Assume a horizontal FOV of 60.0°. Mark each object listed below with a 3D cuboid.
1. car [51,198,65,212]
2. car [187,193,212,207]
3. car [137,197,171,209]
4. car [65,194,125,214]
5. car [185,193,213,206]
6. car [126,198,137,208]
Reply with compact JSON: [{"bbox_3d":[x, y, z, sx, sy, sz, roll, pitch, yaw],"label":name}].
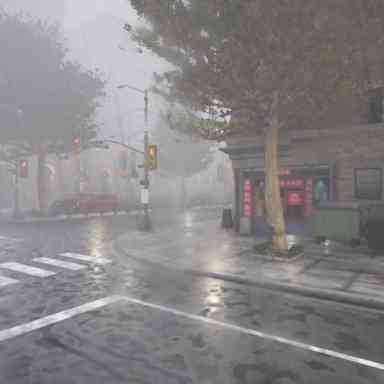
[{"bbox_3d":[-13.258,1.220,38.265,2.150,2.045,5.566,0,0,36],"label":"car"},{"bbox_3d":[1.276,1.351,52.384,2.097,1.767,4.553,0,0,36],"label":"car"},{"bbox_3d":[-4.671,1.524,44.172,1.812,1.442,4.674,0,0,36],"label":"car"},{"bbox_3d":[-10.420,1.220,36.218,2.150,2.045,5.566,0,0,36],"label":"car"},{"bbox_3d":[1.295,1.214,58.367,2.150,2.045,5.566,0,1,36],"label":"car"},{"bbox_3d":[-6.547,1.490,47.550,2.128,1.511,4.902,0,0,36],"label":"car"}]
